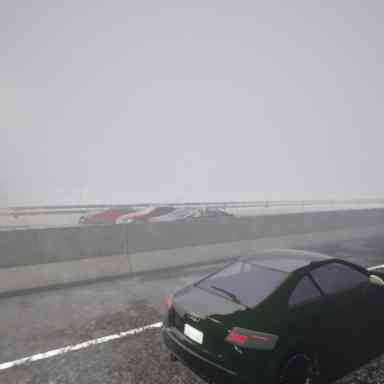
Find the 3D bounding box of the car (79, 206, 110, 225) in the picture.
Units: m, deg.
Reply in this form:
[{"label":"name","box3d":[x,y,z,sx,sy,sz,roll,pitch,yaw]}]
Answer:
[{"label":"car","box3d":[-5.144,1.554,21.760,4.181,1.385,1.994,0,0,-35]}]

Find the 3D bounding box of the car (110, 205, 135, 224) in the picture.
[{"label":"car","box3d":[-2.125,1.516,19.603,4.674,1.442,1.812,0,0,-35]}]

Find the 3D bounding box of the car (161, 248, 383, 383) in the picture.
[{"label":"car","box3d":[1.652,1.561,4.907,4.181,1.385,1.994,0,0,-35]}]

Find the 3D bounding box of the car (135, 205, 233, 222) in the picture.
[{"label":"car","box3d":[-0.023,1.483,16.801,4.902,1.511,2.128,0,0,-35]}]
